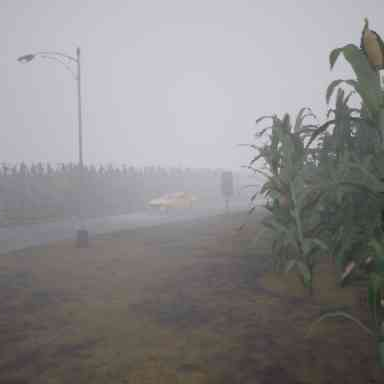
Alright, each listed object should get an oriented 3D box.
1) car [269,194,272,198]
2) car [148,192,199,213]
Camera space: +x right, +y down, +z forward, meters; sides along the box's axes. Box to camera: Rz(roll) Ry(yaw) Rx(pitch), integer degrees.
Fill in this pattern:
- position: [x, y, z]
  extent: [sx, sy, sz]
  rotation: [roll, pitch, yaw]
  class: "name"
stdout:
- position: [12.276, 0.056, 45.631]
  extent: [2.128, 1.511, 4.902]
  rotation: [0, 2, 37]
  class: "car"
- position: [-1.450, 0.821, 27.358]
  extent: [1.882, 1.535, 5.008]
  rotation: [0, 2, 37]
  class: "car"
